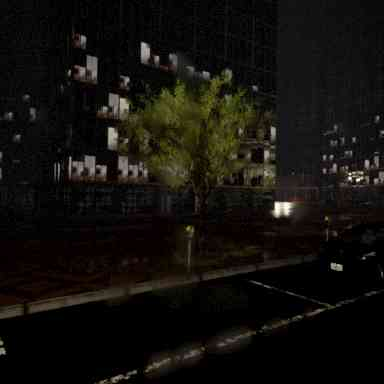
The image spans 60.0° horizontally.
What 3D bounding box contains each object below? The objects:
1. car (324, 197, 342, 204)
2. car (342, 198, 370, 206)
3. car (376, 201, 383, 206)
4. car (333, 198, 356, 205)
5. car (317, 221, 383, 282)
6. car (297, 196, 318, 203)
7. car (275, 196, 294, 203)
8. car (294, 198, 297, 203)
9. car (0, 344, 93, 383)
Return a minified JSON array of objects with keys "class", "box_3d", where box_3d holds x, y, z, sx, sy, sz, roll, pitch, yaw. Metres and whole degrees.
[{"class":"car","box_3d":[27.682,1.693,64.567,1.967,1.590,4.097,1,-1,-20]},{"class":"car","box_3d":[29.609,1.767,59.317,2.008,1.369,4.403,1,-1,-20]},{"class":"car","box_3d":[36.941,1.894,62.207,1.752,1.417,4.829,1,-1,-20]},{"class":"car","box_3d":[33.141,1.990,72.550,2.008,1.369,4.403,1,-1,-20]},{"class":"car","box_3d":[5.565,1.575,9.832,4.313,1.339,1.947,0,1,-34]},{"class":"car","box_3d":[29.284,1.826,83.055,2.192,1.841,5.009,1,-1,-20]},{"class":"car","box_3d":[21.896,1.800,80.313,1.967,1.590,4.097,1,-1,-20]},{"class":"car","box_3d":[27.351,2.128,88.303,1.802,1.307,4.206,1,-1,-20]},{"class":"car","box_3d":[-2.548,1.600,1.048,4.718,1.301,1.895,0,0,-36]}]
